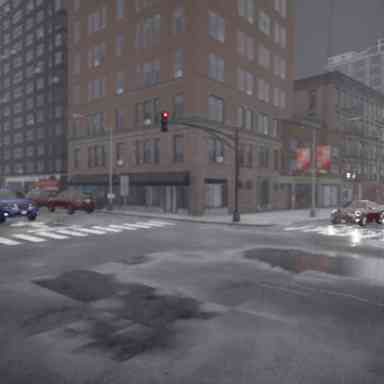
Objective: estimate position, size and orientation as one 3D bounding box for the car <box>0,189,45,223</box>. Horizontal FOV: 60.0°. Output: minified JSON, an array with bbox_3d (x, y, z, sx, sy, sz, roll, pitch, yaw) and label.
[{"bbox_3d":[-12.237,0.815,21.817,5.566,2.045,2.150,2,2,40],"label":"car"}]

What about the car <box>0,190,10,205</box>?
[{"bbox_3d":[-22.676,0.593,37.940,4.097,1.590,1.967,2,1,40],"label":"car"}]

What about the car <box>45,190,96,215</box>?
[{"bbox_3d":[-9.941,0.820,27.414,5.009,1.841,2.192,2,1,40],"label":"car"}]

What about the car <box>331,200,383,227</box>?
[{"bbox_3d":[11.796,1.397,23.692,4.553,1.767,2.097,1,0,-42],"label":"car"}]

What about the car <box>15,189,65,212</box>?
[{"bbox_3d":[-14.185,0.703,30.922,5.009,1.841,2.192,2,1,40],"label":"car"}]
